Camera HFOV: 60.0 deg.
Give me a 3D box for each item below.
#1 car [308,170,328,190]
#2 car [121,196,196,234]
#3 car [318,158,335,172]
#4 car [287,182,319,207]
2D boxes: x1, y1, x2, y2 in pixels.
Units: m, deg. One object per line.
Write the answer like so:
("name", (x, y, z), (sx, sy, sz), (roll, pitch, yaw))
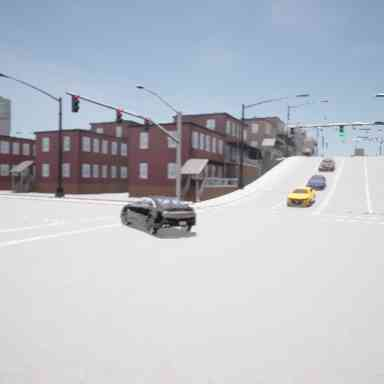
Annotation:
("car", (14.881, -1.243, 39.544), (1.812, 1.442, 4.674), (2, 12, 27))
("car", (-1.667, 0.922, 15.152), (2.128, 1.511, 4.902), (0, 2, -33))
("car", (20.579, -4.242, 50.632), (2.097, 1.767, 4.553), (2, 15, 27))
("car", (9.721, 0.311, 29.442), (1.882, 1.535, 5.008), (2, 6, 27))
